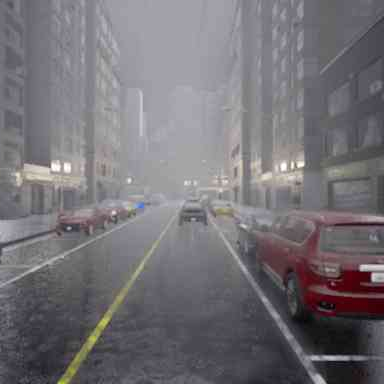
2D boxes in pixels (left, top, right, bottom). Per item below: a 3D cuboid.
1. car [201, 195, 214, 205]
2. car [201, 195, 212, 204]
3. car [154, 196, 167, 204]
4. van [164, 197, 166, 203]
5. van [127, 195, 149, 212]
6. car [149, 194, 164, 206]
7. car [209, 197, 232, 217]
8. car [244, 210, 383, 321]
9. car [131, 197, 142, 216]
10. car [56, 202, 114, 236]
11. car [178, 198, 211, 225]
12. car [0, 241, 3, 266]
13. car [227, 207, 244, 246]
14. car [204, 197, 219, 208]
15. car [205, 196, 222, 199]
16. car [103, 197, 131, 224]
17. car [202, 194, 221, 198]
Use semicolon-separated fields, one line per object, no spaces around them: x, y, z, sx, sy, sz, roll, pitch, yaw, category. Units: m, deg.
2.658;1.301;56.448;1.967;1.590;4.097;1;0;0;car
2.656;1.296;61.931;1.967;1.590;4.097;1;0;0;car
-5.870;1.400;61.929;1.887;1.381;4.507;1;0;0;car
-5.866;1.202;56.446;1.690;1.788;3.998;1;0;0;van
-5.858;1.228;34.518;1.690;1.788;3.998;1;0;0;van
-5.867;1.431;50.964;1.947;1.339;4.313;1;0;0;car
2.666;1.423;29.204;1.752;1.417;4.829;1;0;0;car
2.677;1.285;7.105;2.192;1.841;5.009;1;0;0;car
-5.858;1.424;28.865;1.752;1.417;4.829;1;0;0;car
-5.854;1.474;18.071;1.887;1.381;4.507;1;0;0;car
0.087;1.422;23.099;1.837;1.490;4.892;0;1;0;car
-5.850;1.520;7.108;2.008;1.369;4.403;1;0;0;car
2.673;1.500;12.588;2.008;1.369;4.403;1;0;0;car
2.660;1.396;45.653;1.752;1.417;4.829;1;0;0;car
2.664;1.438;34.518;2.008;1.369;4.403;1;0;0;car
-5.855;1.353;23.554;1.967;1.590;4.097;1;0;0;car
2.665;1.193;39.999;2.192;1.841;5.009;1;0;0;car
